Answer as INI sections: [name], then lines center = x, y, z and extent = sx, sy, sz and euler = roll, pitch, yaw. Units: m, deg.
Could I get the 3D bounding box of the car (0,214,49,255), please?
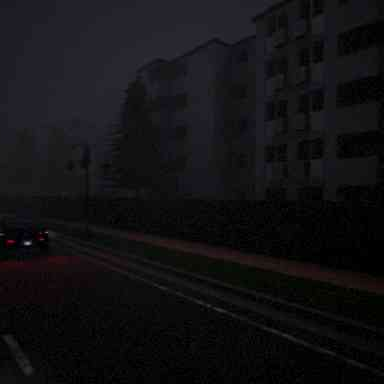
[car]
center = -7.253, 1.617, 13.546
extent = 1.812, 1.442, 4.674
euler = 1, -1, -39
